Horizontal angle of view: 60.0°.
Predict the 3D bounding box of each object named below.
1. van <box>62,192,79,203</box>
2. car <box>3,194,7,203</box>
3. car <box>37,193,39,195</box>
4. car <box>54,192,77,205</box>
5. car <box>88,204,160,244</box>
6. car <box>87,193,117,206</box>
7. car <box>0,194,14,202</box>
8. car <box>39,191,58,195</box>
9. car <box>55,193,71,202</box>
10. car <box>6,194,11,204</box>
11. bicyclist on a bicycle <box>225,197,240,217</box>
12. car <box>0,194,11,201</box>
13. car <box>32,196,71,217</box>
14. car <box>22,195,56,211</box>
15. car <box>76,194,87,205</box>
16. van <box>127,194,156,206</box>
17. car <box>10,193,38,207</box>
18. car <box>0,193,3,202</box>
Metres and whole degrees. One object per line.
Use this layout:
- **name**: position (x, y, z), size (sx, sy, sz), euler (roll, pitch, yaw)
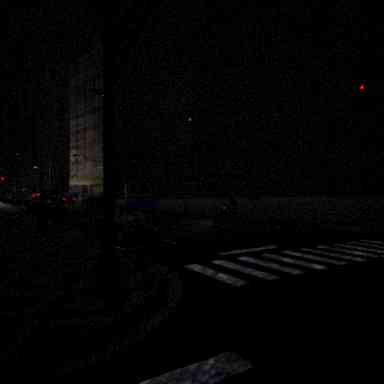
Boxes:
- **van**: position (-20.538, 0.932, 56.234), size (1.690, 1.788, 3.998), euler (1, 0, -34)
- **car**: position (-27.593, 1.007, 51.447), size (1.967, 1.590, 4.097), euler (1, 0, -34)
- **car**: position (-32.817, 1.063, 74.295), size (1.802, 1.307, 4.206), euler (1, 0, -34)
- **car**: position (-18.399, 1.160, 48.493), size (1.812, 1.442, 4.674), euler (0, 0, -35)
- **car**: position (-3.044, 1.459, 15.324), size (2.008, 1.369, 4.403), euler (1, 0, -34)
- **car**: position (-11.329, 1.020, 42.687), size (2.192, 1.841, 5.009), euler (1, 0, -34)
- **car**: position (-33.732, 1.088, 60.476), size (1.802, 1.307, 4.206), euler (1, 0, -34)
- **car**: position (-24.149, 0.790, 56.963), size (2.150, 2.045, 5.566), euler (0, 0, -34)
- **car**: position (-23.608, 0.999, 60.749), size (1.967, 1.590, 4.097), euler (1, 0, -34)
- **car**: position (-24.526, 1.153, 46.931), size (2.008, 1.369, 4.403), euler (1, 0, -34)
- **bicyclist on a bicycle**: position (3.236, 1.190, 26.515), size (1.656, 1.620, 0.582), euler (0, 0, -34)
- **car**: position (-36.801, 1.031, 64.991), size (2.008, 1.369, 4.403), euler (1, 0, -34)
- **car**: position (-12.250, 1.311, 28.870), size (1.887, 1.381, 4.507), euler (1, 0, -34)
- **car**: position (-15.319, 1.273, 33.384), size (2.008, 1.369, 4.403), euler (1, 0, -34)
- **car**: position (-14.402, 1.216, 47.202), size (2.008, 1.369, 4.403), euler (1, 0, -34)
- **van**: position (-5.191, 1.132, 33.654), size (1.690, 1.788, 3.998), euler (1, 0, -34)
- **car**: position (-21.457, 1.192, 42.416), size (2.008, 1.369, 4.403), euler (1, 0, -34)
- **car**: position (-30.663, 1.080, 55.961), size (1.887, 1.381, 4.507), euler (1, 0, -34)
